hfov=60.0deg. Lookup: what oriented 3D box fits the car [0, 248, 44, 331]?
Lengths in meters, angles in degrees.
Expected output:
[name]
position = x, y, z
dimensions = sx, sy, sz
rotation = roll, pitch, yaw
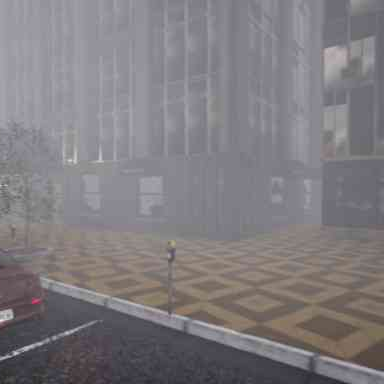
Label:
[car]
position = -4.455, 1.574, 5.974
dimensions = 4.674, 1.442, 1.812
rotation = -1, 0, 37
